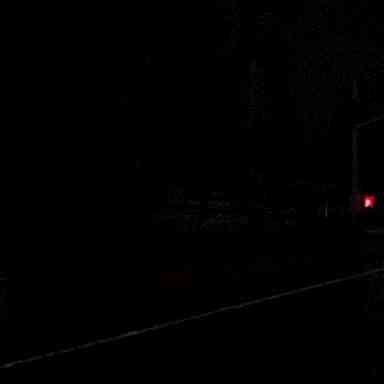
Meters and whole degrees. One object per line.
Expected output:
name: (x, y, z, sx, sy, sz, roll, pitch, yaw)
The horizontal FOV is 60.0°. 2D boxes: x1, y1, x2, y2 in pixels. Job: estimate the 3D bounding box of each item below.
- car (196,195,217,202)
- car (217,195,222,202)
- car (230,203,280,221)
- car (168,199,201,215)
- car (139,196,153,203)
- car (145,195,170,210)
car: (3.896, 1.718, 91.632, 1.932, 1.855, 4.605, 1, 0, -37)
car: (5.981, 1.729, 93.697, 1.905, 1.878, 3.866, 1, 0, -37)
car: (5.531, 1.726, 29.711, 1.882, 1.535, 5.008, 1, 0, -37)
car: (-0.497, 1.809, 37.694, 1.994, 1.385, 4.181, 1, 0, -36)
car: (-11.100, 1.794, 80.651, 1.845, 1.501, 3.633, 1, 0, -37)
car: (-4.650, 1.634, 49.410, 2.097, 1.767, 4.553, 1, 0, -35)
